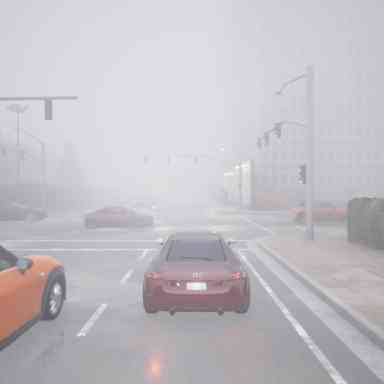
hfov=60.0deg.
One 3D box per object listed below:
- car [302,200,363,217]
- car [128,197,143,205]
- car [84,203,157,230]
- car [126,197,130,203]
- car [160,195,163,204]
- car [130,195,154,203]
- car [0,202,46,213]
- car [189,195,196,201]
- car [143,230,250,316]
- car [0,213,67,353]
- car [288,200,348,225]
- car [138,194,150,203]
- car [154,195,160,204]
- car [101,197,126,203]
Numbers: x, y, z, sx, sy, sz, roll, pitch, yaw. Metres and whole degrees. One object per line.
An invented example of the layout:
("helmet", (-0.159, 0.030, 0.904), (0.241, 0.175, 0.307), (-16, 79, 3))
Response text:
("car", (13.142, 1.547, 31.381), (4.902, 1.511, 2.128), (0, 0, 0))
("car", (-10.460, 1.601, 61.916), (1.895, 1.301, 4.718), (0, 0, 0))
("car", (-4.513, 1.595, 20.671), (4.181, 1.385, 1.994), (0, 0, 0))
("car", (-10.507, 1.477, 52.616), (1.882, 1.535, 5.008), (0, 0, 0))
("car", (-6.922, 1.352, 66.085), (2.097, 1.767, 4.553), (0, 0, 1))
("car", (-7.012, 1.352, 47.065), (2.097, 1.767, 4.553), (0, 0, 0))
("car", (-13.577, 1.507, 24.926), (5.008, 1.535, 1.882), (0, 0, -11))
("car", (0.132, 1.552, 84.548), (1.994, 1.385, 4.181), (0, 0, 0))
("car", (0.089, 1.564, 7.634), (1.994, 1.385, 4.181), (0, 0, 0))
("car", (-3.433, 1.352, 4.461), (2.097, 1.767, 4.553), (0, 0, 1))
("car", (9.475, 1.407, 24.179), (4.553, 1.767, 2.097), (0, 0, 0))
("car", (-10.387, 1.355, 72.246), (2.097, 1.767, 4.553), (0, 0, 0))
("car", (-6.995, 1.505, 56.007), (1.837, 1.490, 4.892), (0, 0, 0))
("car", (-10.535, 1.491, 43.467), (2.128, 1.511, 4.902), (0, 0, 1))
